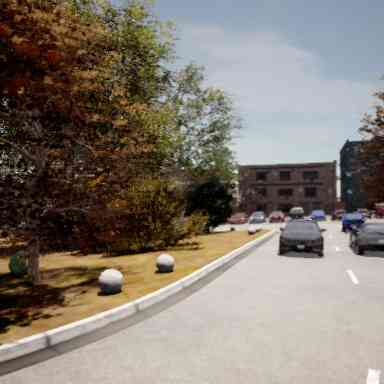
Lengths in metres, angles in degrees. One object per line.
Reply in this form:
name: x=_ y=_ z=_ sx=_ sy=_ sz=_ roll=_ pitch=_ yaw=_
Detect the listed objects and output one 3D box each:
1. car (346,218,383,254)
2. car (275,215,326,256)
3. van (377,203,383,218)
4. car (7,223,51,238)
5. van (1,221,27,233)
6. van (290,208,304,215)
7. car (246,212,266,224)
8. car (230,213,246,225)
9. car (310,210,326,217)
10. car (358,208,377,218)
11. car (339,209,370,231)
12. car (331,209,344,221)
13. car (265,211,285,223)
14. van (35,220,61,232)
car: x=8.880 y=2.166 z=16.117 sx=1.994 sy=1.385 sz=4.181 roll=-1 pitch=-3 yaw=21
car: x=5.335 y=2.093 z=16.022 sx=1.882 sy=1.535 sz=5.008 roll=-1 pitch=-3 yaw=20
van: x=25.865 y=2.504 z=44.623 sx=1.878 sy=1.987 sz=4.442 roll=-4 pitch=-3 yaw=19
car: x=-22.806 y=5.416 z=47.561 sx=2.435 sy=2.045 sz=5.566 roll=-4 pitch=-3 yaw=19
van: x=-34.993 y=6.953 z=65.470 sx=1.878 sy=1.987 sz=4.442 roll=-4 pitch=-3 yaw=19
van: x=15.296 y=3.296 z=48.285 sx=1.878 sy=1.987 sz=4.442 roll=-4 pitch=-3 yaw=19
car: x=9.990 y=3.790 z=50.031 sx=2.185 sy=1.767 sz=4.553 roll=-4 pitch=-3 yaw=19
car: x=7.347 y=3.988 z=50.947 sx=2.185 sy=1.767 sz=4.553 roll=-4 pitch=-3 yaw=19
car: x=17.914 y=3.320 z=47.253 sx=2.097 sy=1.535 sz=5.008 roll=-4 pitch=-3 yaw=19
car: x=23.208 y=2.954 z=45.443 sx=2.163 sy=1.488 sz=4.792 roll=-4 pitch=-3 yaw=19
car: x=14.483 y=2.643 z=29.576 sx=1.882 sy=1.535 sz=5.008 roll=-1 pitch=-1 yaw=27
car: x=20.566 y=3.152 z=46.358 sx=2.163 sy=1.488 sz=4.792 roll=-4 pitch=-3 yaw=19
car: x=12.611 y=3.590 z=49.056 sx=2.185 sy=1.767 sz=4.553 roll=-4 pitch=-3 yaw=19
van: x=-27.062 y=6.418 z=62.720 sx=1.878 sy=1.987 sz=4.442 roll=-4 pitch=-3 yaw=19
